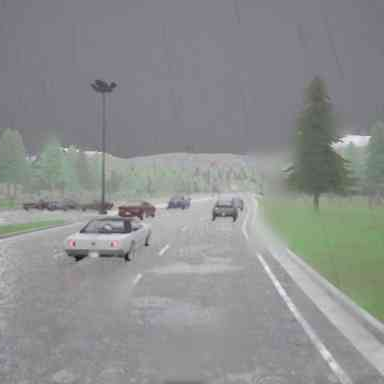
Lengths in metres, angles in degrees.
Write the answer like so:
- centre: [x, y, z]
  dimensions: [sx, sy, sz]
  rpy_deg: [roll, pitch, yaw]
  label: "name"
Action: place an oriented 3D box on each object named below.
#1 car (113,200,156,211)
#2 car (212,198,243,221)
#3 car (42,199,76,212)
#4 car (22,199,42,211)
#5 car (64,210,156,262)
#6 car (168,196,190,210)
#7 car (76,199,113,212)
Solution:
- centre: [-4.326, 1.417, 27.034]
  dimensions: [1.882, 1.535, 5.008]
  rpy_deg: [0, 0, 10]
  label: "car"
- centre: [2.718, 1.445, 26.695]
  dimensions: [2.128, 1.511, 4.902]
  rpy_deg: [0, 0, 10]
  label: "car"
- centre: [-14.305, 1.462, 37.198]
  dimensions: [1.994, 1.385, 4.181]
  rpy_deg: [0, 0, 11]
  label: "car"
- centre: [-17.540, 1.488, 38.820]
  dimensions: [1.895, 1.301, 4.718]
  rpy_deg: [0, 0, 11]
  label: "car"
- centre: [-2.742, 1.572, 12.088]
  dimensions: [1.895, 1.301, 4.718]
  rpy_deg: [0, 0, 4]
  label: "car"
- centre: [-1.569, 1.270, 41.794]
  dimensions: [2.097, 1.767, 4.553]
  rpy_deg: [0, 0, 11]
  label: "car"
- centre: [-10.666, 1.506, 37.497]
  dimensions: [1.895, 1.301, 4.718]
  rpy_deg: [0, 0, 11]
  label: "car"
